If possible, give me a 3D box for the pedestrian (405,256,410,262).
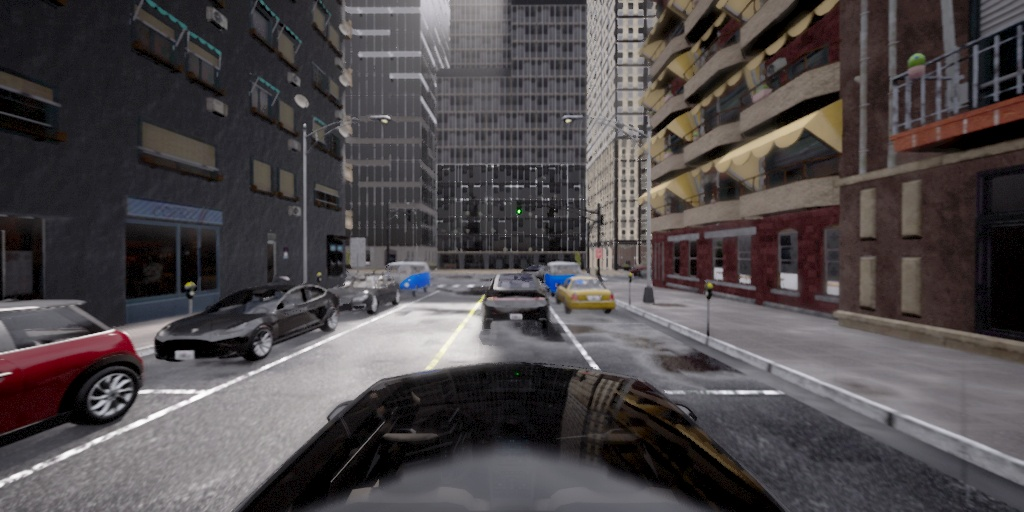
[{"bbox_3d":[-12.288,0.923,42.037,0.375,1.860,0.375,0,0,0],"label":"pedestrian"}]

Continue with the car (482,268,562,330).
[{"bbox_3d":[0.114,1.309,11.348,2.128,1.511,4.902,0,0,0],"label":"car"}]

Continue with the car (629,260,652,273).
[{"bbox_3d":[15.330,1.354,38.862,5.009,1.841,2.192,0,0,1],"label":"car"}]

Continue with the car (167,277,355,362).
[{"bbox_3d":[-5.675,1.361,8.404,1.948,1.339,4.313,0,0,0],"label":"car"}]

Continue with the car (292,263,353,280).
[{"bbox_3d":[-17.570,1.438,33.350,4.674,1.442,1.812,0,0,0],"label":"car"}]

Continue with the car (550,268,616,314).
[{"bbox_3d":[2.721,1.360,14.126,1.751,1.417,4.829,0,0,0],"label":"car"}]

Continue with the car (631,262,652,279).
[{"bbox_3d":[14.765,1.618,36.271,4.181,1.385,1.994,0,0,1],"label":"car"}]

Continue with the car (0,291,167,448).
[{"bbox_3d":[-5.690,1.197,2.803,1.967,1.591,4.097,0,0,0],"label":"car"}]

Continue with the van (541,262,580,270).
[{"bbox_3d":[2.735,1.215,19.557,1.690,1.789,3.998,0,0,0],"label":"van"}]

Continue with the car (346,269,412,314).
[{"bbox_3d":[-5.660,1.385,14.007,2.007,1.370,4.403,0,0,0],"label":"car"}]

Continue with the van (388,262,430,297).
[{"bbox_3d":[-5.646,1.214,19.608,1.690,1.789,3.998,0,0,0],"label":"van"}]

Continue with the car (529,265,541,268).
[{"bbox_3d":[2.608,1.497,29.990,2.128,1.511,4.902,-1,-1,32],"label":"car"}]
